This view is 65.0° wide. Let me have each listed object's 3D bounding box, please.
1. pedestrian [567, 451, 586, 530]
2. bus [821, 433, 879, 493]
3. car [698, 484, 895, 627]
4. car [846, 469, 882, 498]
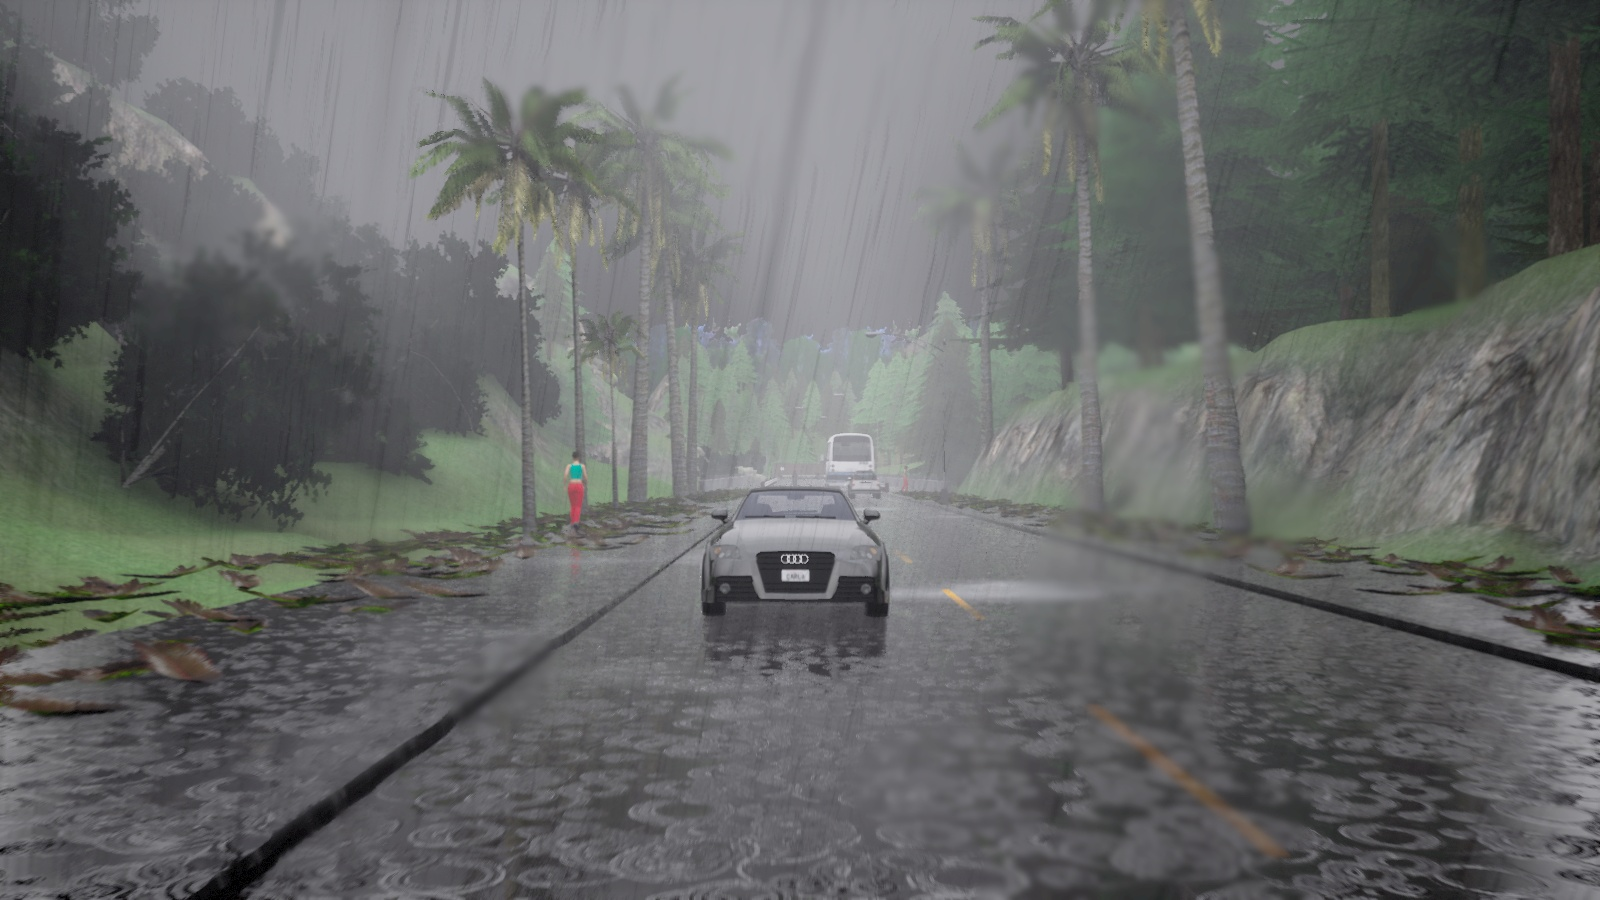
[{"bbox_3d":[-5.211,0.942,29.317,0.345,1.836,0.594,0,-1,0],"label":"pedestrian"},{"bbox_3d":[3.633,1.006,94.544,3.944,4.253,10.273,0,-1,0],"label":"bus"},{"bbox_3d":[-0.042,1.126,14.807,1.994,1.385,4.181,0,-1,0],"label":"car"},{"bbox_3d":[3.725,1.927,73.418,1.851,1.617,3.988,0,-1,0],"label":"car"}]
